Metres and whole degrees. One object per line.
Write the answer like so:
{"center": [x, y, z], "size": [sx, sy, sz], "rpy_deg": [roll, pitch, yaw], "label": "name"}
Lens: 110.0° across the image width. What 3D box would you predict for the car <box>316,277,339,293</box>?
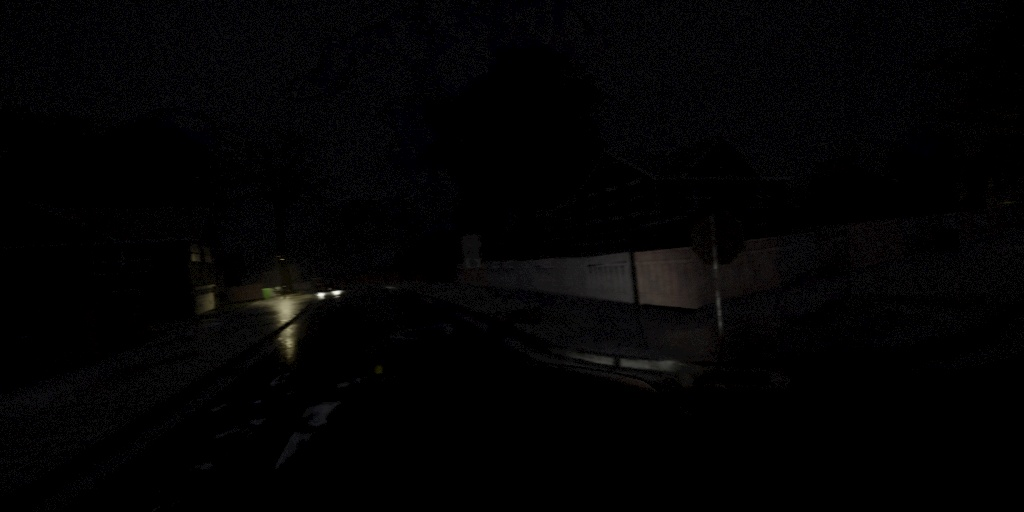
{"center": [-21.552, 3.232, 41.757], "size": [2.097, 1.767, 4.553], "rpy_deg": [-5, -1, -33], "label": "car"}
